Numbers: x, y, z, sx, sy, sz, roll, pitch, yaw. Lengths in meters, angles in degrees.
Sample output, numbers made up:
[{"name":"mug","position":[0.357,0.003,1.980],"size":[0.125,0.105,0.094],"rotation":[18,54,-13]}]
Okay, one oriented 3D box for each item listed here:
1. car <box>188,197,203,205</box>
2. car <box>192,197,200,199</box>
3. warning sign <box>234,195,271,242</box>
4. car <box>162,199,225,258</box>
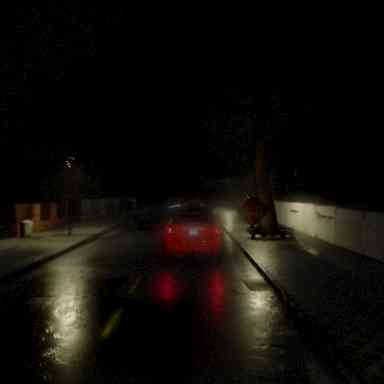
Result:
[{"name":"car","position":[0.698,1.626,59.402],"size":[1.994,1.385,4.181],"rotation":[0,0,12]},{"name":"car","position":[0.199,1.462,29.096],"size":[1.882,1.535,5.008],"rotation":[0,0,2]},{"name":"warning sign","position":[2.516,1.095,13.923],"size":[1.300,1.860,1.060],"rotation":[-1,-1,0]},{"name":"car","position":[0.066,1.331,12.876],"size":[2.097,1.767,4.553],"rotation":[0,0,1]}]
